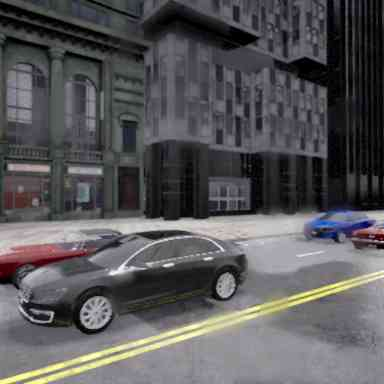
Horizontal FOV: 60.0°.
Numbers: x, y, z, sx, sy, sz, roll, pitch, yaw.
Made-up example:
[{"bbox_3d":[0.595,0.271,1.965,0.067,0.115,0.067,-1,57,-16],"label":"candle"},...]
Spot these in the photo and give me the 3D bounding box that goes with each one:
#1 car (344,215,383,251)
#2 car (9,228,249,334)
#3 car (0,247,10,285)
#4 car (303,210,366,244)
[{"bbox_3d":[8.788,1.821,14.282,4.718,1.301,1.895,1,-1,-37],"label":"car"},{"bbox_3d":[-0.912,1.609,7.051,4.892,1.490,1.837,1,-1,-37],"label":"car"},{"bbox_3d":[-3.140,1.736,9.445,4.718,1.301,1.895,1,-1,-37],"label":"car"},{"bbox_3d":[7.954,1.747,17.709,5.008,1.535,1.882,1,-1,-37],"label":"car"}]
